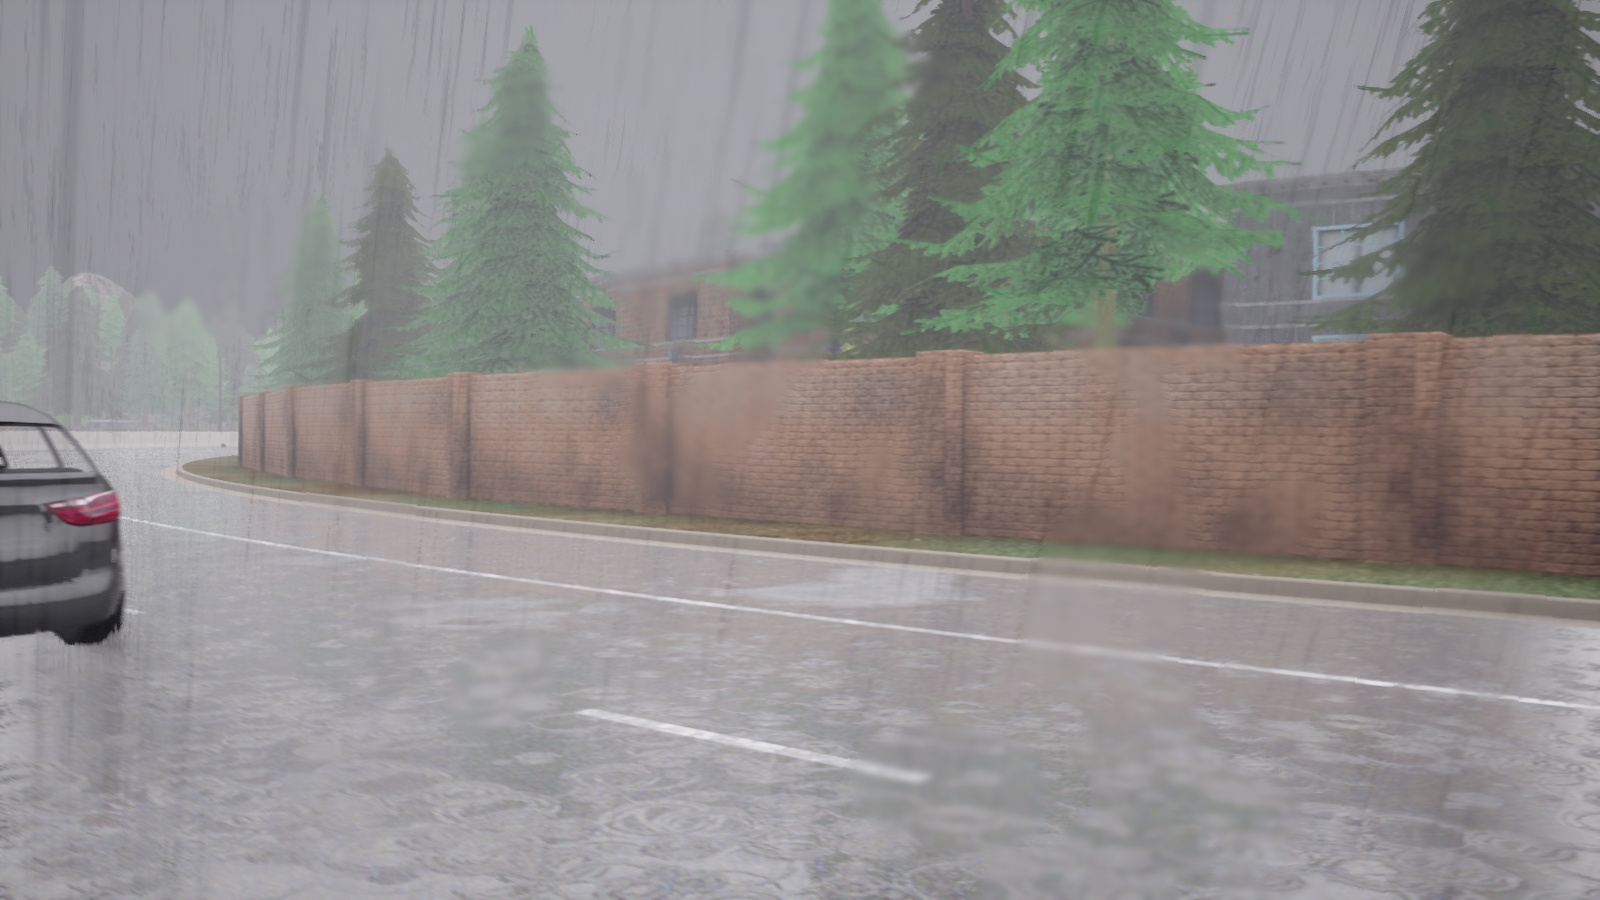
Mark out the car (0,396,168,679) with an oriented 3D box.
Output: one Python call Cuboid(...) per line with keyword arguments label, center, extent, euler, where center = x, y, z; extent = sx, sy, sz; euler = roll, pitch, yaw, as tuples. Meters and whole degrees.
Cuboid(label="car", center=(-6.568, 0.516, 8.755), extent=(4.611, 1.667, 2.242), euler=(0, 1, 41))
